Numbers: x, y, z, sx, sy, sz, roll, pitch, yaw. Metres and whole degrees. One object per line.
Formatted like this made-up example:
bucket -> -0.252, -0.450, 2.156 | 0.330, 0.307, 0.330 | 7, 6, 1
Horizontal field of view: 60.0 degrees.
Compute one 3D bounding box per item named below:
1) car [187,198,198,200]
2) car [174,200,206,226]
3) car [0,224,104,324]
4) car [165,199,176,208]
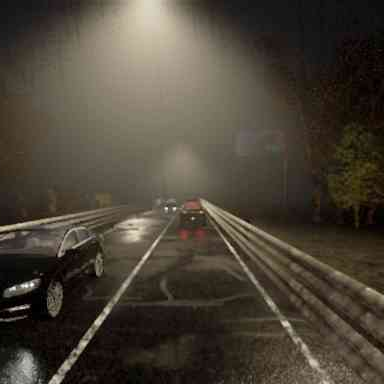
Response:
car -> 0.015, 1.529, 41.320 | 2.097, 1.767, 4.553 | 0, 0, 0
car -> 0.055, 1.597, 24.676 | 2.128, 1.511, 4.902 | 0, 0, 0
car -> -3.361, 1.524, 7.475 | 2.128, 1.511, 4.902 | 0, 0, 0
car -> -3.366, 1.785, 54.586 | 2.033, 1.411, 5.357 | 0, 0, 0
